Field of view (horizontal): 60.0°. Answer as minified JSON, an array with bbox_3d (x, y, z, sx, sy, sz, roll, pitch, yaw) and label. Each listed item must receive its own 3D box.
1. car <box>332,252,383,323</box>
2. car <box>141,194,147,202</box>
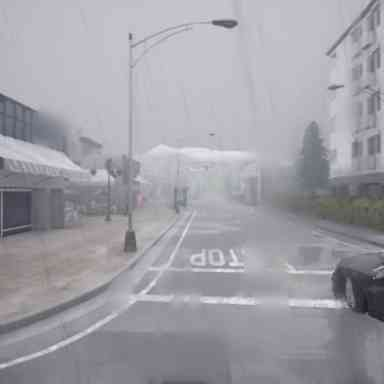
[{"bbox_3d":[4.072,1.517,4.780,1.837,1.490,4.892,-6,3,-13],"label":"car"},{"bbox_3d":[-11.681,1.711,79.089,2.007,1.523,4.514,0,0,2],"label":"car"}]
